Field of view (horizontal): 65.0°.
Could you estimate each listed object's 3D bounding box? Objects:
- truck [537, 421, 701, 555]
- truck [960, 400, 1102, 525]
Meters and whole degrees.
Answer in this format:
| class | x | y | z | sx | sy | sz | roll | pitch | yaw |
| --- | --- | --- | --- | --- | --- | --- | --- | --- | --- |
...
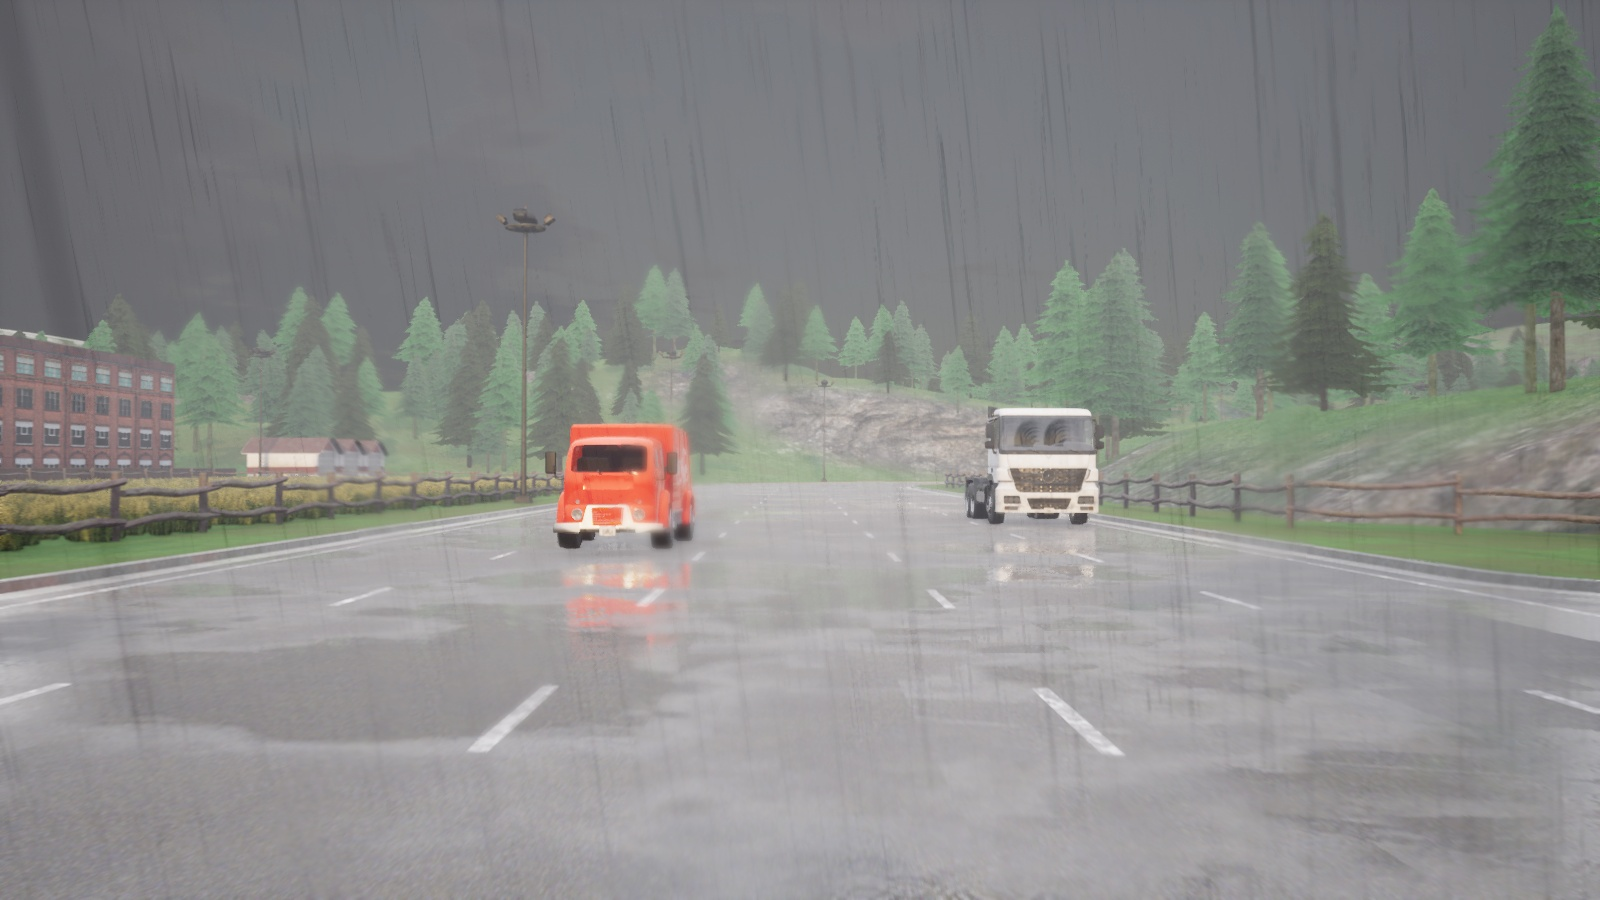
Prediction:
| class | x | y | z | sx | sy | sz | roll | pitch | yaw |
| --- | --- | --- | --- | --- | --- | --- | --- | --- | --- |
| truck | -3.564 | 0.743 | 25.892 | 2.627 | 2.467 | 5.204 | 0 | -1 | 0 |
| truck | 6.902 | 0.406 | 38.779 | 2.891 | 3.462 | 7.936 | 0 | -1 | 0 |
